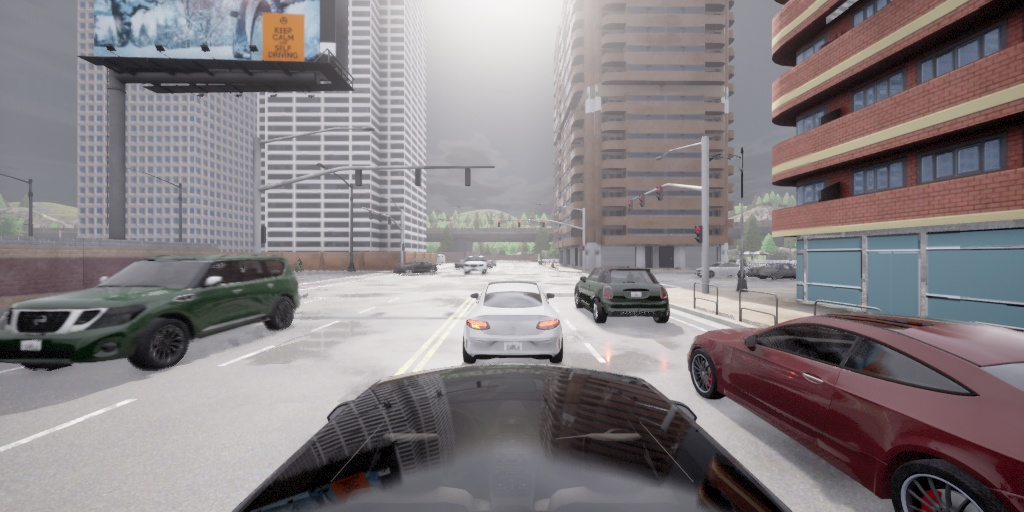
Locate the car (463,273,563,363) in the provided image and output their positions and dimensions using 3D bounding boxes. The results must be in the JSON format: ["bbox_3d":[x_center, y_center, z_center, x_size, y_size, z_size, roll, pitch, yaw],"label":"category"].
[{"bbox_3d":[0.014,1.276,8.019,1.812,1.442,4.674,0,0,0],"label":"car"}]

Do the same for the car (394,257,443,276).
[{"bbox_3d":[-10.231,1.227,38.407,1.882,1.535,5.008,2,1,37],"label":"car"}]

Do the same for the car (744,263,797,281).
[{"bbox_3d":[22.415,1.297,29.405,5.357,1.411,2.033,0,0,-1],"label":"car"}]

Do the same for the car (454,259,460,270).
[{"bbox_3d":[-7.533,1.227,54.487,1.882,1.535,5.008,0,0,0],"label":"car"}]

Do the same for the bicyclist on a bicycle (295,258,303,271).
[{"bbox_3d":[-25.994,1.051,43.769,0.582,1.620,1.656,0,0,0],"label":"bicyclist on a bicycle"}]

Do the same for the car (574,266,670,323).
[{"bbox_3d":[3.494,1.102,12.236,2.097,1.767,4.553,0,0,0],"label":"car"}]

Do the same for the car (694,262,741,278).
[{"bbox_3d":[19.372,1.276,33.106,4.674,1.442,1.812,0,0,0],"label":"car"}]

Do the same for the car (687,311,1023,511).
[{"bbox_3d":[3.579,1.276,3.517,1.812,1.442,4.674,0,0,0],"label":"car"}]

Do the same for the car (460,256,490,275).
[{"bbox_3d":[-3.914,0.974,38.999,2.150,2.045,5.566,0,0,-1],"label":"car"}]

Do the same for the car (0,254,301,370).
[{"bbox_3d":[-7.152,0.971,8.080,2.150,2.045,5.566,0,0,0],"label":"car"}]

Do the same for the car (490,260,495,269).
[{"bbox_3d":[-4.039,1.276,55.294,1.812,1.442,4.674,0,0,-1],"label":"car"}]
